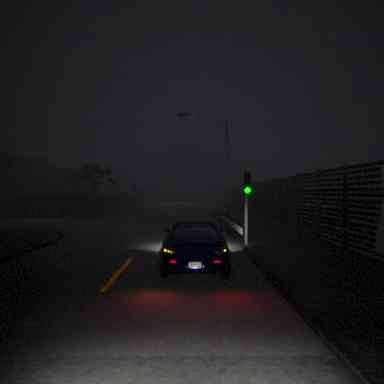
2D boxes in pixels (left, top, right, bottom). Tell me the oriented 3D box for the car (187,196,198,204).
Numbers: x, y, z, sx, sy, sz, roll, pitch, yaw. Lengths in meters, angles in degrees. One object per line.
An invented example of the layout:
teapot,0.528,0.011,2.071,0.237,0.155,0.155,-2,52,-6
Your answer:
car,0.044,1.565,67.136,1.837,1.490,4.892,0,0,0

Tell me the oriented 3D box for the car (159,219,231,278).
car,0.081,1.535,10.021,1.812,1.442,4.674,0,0,0
